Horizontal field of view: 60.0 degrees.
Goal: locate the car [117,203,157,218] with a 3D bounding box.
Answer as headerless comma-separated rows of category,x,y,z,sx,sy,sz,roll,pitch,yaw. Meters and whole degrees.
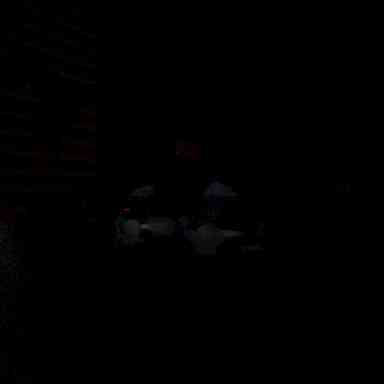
car,-5.593,1.847,34.154,1.812,1.442,4.674,-1,0,37

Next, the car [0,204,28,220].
car,-17.652,1.854,30.226,1.882,1.535,5.008,-1,0,38
